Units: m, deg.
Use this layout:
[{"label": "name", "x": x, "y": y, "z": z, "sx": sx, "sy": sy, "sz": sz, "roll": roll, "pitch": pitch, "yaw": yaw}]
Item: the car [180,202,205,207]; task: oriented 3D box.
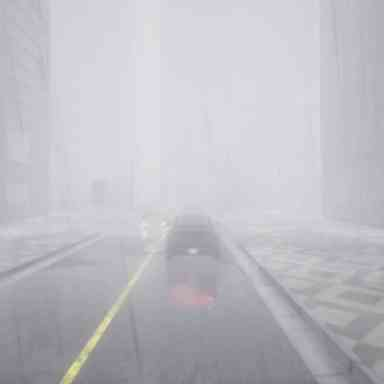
[{"label": "car", "x": 0.049, "y": 1.598, "z": 27.543, "sx": 2.128, "sy": 1.511, "sz": 4.902, "roll": 0, "pitch": 0, "yaw": 0}]

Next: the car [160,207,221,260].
[{"label": "car", "x": 0.048, "y": 1.556, "z": 12.613, "sx": 1.837, "sy": 1.490, "sz": 4.892, "roll": 0, "pitch": 0, "yaw": 0}]

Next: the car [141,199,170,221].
[{"label": "car", "x": -3.042, "y": 1.461, "z": 28.506, "sx": 2.097, "sy": 1.767, "sz": 4.553, "roll": 0, "pitch": 0, "yaw": 1}]
